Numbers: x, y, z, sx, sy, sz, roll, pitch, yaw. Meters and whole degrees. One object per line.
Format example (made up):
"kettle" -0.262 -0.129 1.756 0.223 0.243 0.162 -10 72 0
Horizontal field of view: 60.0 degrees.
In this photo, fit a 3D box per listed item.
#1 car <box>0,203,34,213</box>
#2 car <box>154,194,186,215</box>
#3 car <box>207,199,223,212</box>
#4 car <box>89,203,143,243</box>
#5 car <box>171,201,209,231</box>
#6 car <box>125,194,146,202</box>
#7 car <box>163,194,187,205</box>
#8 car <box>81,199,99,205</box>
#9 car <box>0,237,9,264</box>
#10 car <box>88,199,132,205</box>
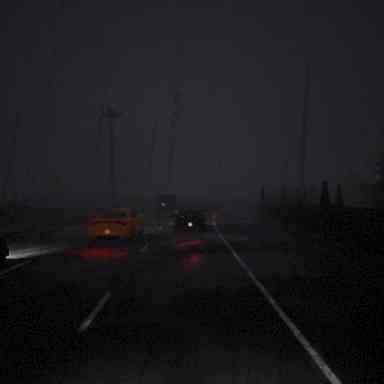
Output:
"car" -14.035 1.597 25.557 2.128 1.511 4.902 0 0 4
"car" -2.308 1.312 34.605 2.150 2.045 5.566 0 0 9
"car" 2.586 1.605 40.651 1.812 1.442 4.674 0 0 14
"car" -3.623 1.535 16.596 1.882 1.535 5.008 0 0 -1
"car" -0.069 1.566 21.196 1.837 1.490 4.892 0 0 1
"car" -10.097 1.426 58.530 2.150 2.045 5.566 0 0 22
"car" -3.210 1.414 65.138 2.150 2.045 5.566 -1 0 27
"car" -15.800 1.777 53.103 1.994 1.385 4.181 0 0 19
"car" -7.029 1.606 9.300 1.994 1.385 4.181 0 0 -1
"car" -6.694 1.616 27.707 1.812 1.442 4.674 0 0 5
